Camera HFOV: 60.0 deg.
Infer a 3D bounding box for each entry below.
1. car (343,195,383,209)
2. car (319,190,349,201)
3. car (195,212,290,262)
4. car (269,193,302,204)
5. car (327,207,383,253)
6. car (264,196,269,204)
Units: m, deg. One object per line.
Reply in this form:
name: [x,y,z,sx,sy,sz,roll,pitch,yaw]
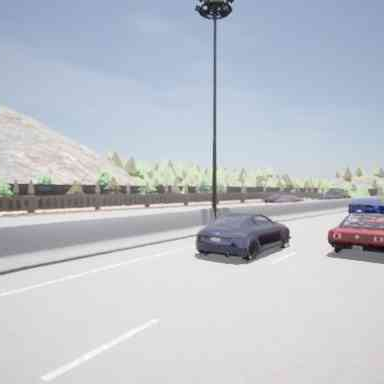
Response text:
car: [13.502,1.191,25.382,1.882,1.535,5.008,1,1,42]
car: [17.560,0.752,40.634,2.150,2.045,5.566,1,1,42]
car: [1.926,1.416,11.819,1.994,1.385,4.181,1,1,37]
car: [11.244,1.060,38.869,1.812,1.442,4.674,1,1,42]
car: [6.635,1.462,12.249,1.895,1.301,4.718,1,1,39]
car: [11.424,0.943,44.286,1.882,1.535,5.008,1,1,42]
